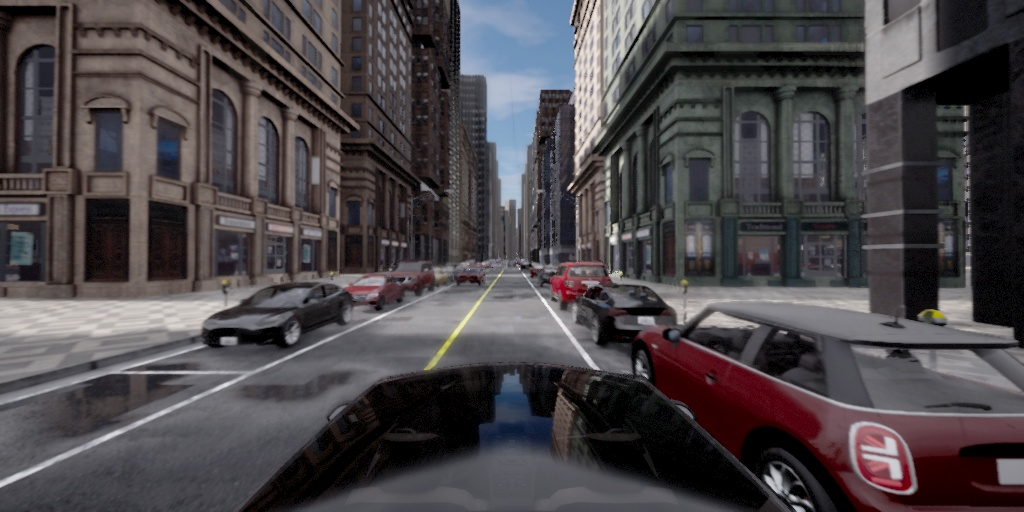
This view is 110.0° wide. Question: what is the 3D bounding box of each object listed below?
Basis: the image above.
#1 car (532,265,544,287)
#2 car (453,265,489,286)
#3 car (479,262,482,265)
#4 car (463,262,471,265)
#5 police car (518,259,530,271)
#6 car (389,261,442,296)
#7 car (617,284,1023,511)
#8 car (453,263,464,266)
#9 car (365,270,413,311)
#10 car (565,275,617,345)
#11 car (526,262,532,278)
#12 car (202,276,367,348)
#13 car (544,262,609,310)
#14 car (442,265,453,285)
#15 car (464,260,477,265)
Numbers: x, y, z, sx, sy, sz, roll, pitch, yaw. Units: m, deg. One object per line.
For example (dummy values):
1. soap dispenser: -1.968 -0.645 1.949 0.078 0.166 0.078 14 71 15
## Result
1. car: 2.766 1.498 26.284 2.007 1.370 4.403 0 0 0
2. car: -3.095 1.557 27.502 1.895 1.301 4.718 0 0 0
3. car: -5.757 1.441 48.687 2.192 1.841 5.009 0 0 0
4. car: -5.758 1.602 37.484 1.948 1.339 4.313 0 0 0
5. police car: 2.373 1.639 59.295 1.930 1.638 5.238 0 0 0
6. car: -5.760 1.216 20.679 2.192 1.841 5.009 0 0 0
7. car: 2.763 1.208 3.876 1.967 1.591 4.097 0 0 0
8. car: -5.759 1.542 31.882 2.007 1.370 4.403 0 0 0
9. car: -5.761 1.438 15.077 1.802 1.307 4.207 0 0 0
10. car: 2.764 1.378 9.478 1.948 1.339 4.313 0 0 0
11. car: 2.767 1.583 37.488 1.888 1.381 4.507 0 0 0
12. car: -5.761 1.377 9.476 1.948 1.339 4.313 0 0 0
13. car: 2.765 1.172 15.080 2.192 1.841 5.009 0 0 0
14. car: -5.759 1.472 26.111 1.751 1.417 4.829 0 0 0
15. car: -5.757 1.521 43.085 1.967 1.591 4.097 0 0 0
